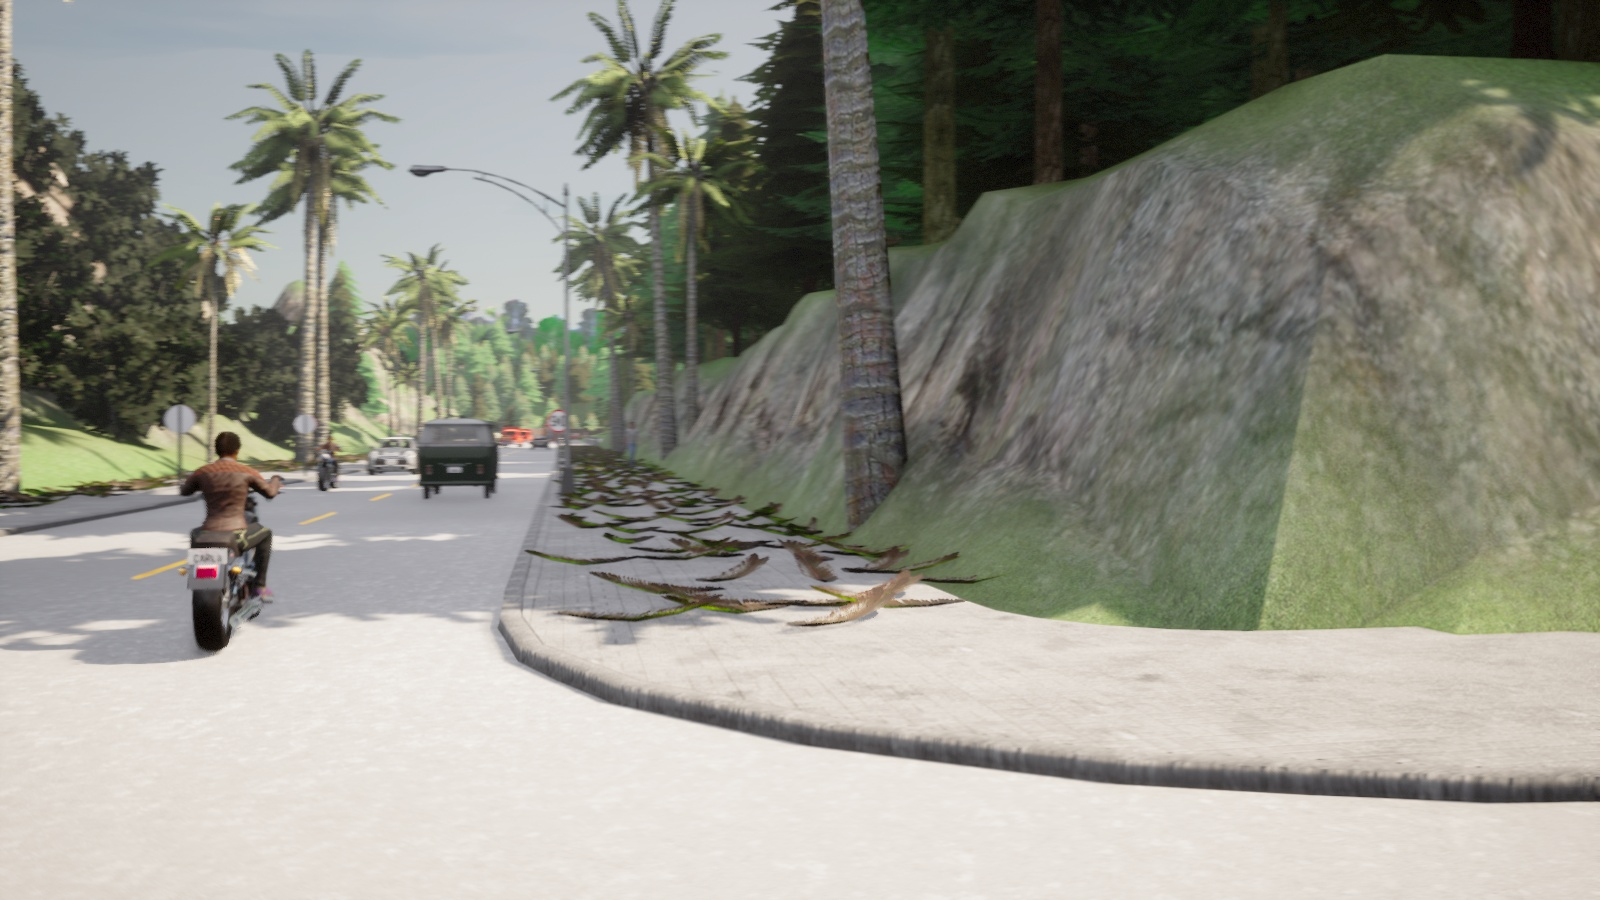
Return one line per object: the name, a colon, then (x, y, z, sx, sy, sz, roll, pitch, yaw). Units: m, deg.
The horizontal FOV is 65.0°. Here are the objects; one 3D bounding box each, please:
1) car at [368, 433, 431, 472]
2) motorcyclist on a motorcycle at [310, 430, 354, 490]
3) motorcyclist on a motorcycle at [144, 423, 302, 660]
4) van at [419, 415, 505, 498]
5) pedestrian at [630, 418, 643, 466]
car: (-15.870, 0.073, 49.942, 1.970, 1.475, 3.806, 0, 1, -11)
motorcyclist on a motorcycle: (-13.287, 0.254, 35.685, 0.766, 1.649, 2.350, 0, 1, -10)
motorcyclist on a motorcycle: (-4.504, 0.627, 9.965, 0.766, 1.649, 2.350, 1, 0, -16)
van: (-8.622, 0.121, 32.366, 1.775, 1.987, 4.442, 0, 1, -10)
pedestrian: (-6.355, -0.318, 48.659, 0.354, 1.836, 0.706, 0, 1, -20)
